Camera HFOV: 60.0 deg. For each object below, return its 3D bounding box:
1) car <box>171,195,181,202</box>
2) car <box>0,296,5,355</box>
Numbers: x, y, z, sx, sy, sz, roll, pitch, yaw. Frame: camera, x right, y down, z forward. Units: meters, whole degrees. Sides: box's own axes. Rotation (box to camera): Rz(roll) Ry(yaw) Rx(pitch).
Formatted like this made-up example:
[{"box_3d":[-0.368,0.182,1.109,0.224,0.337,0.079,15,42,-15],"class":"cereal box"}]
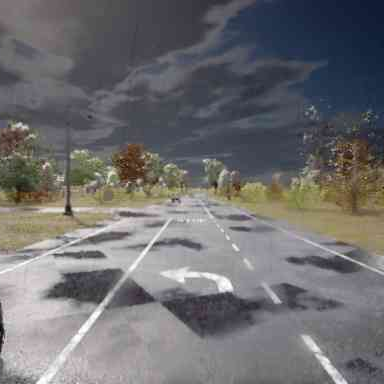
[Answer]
[{"box_3d":[-3.440,1.412,71.677,2.033,1.411,5.357,0,0,0],"class":"car"},{"box_3d":[-3.508,1.349,2.452,2.097,1.767,4.553,0,0,0],"class":"car"}]
